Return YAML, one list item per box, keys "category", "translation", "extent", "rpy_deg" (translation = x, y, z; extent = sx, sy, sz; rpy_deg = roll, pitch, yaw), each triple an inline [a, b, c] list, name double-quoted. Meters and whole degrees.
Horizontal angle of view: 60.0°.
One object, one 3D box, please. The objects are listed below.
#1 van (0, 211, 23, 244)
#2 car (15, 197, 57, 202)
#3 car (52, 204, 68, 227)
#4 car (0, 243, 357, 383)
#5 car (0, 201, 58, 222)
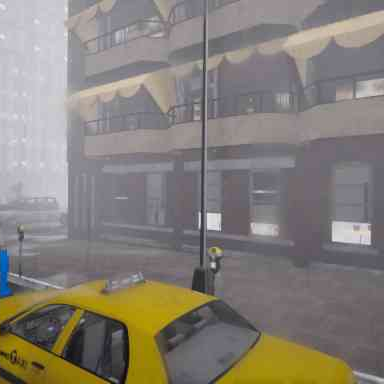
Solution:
- category: "van"
  translation: [-5.317, 1.339, 6.663]
  extent: [3.998, 1.788, 1.690]
  rpy_deg: [0, 1, 36]
- category: "car"
  translation: [-13.735, 1.339, 28.124]
  extent: [2.192, 1.841, 5.009]
  rpy_deg: [1, 0, 36]
- category: "car"
  translation: [-6.951, 1.686, 23.209]
  extent: [1.887, 1.381, 4.507]
  rpy_deg: [1, 0, 36]
- category: "car"
  translation: [-0.897, 1.525, 3.506]
  extent: [4.829, 1.417, 1.752]
  rpy_deg: [0, 1, 36]
- category: "car"
  translation: [-12.528, 1.653, 25.371]
  extent: [1.895, 1.301, 4.718]
  rpy_deg: [1, 0, 36]
